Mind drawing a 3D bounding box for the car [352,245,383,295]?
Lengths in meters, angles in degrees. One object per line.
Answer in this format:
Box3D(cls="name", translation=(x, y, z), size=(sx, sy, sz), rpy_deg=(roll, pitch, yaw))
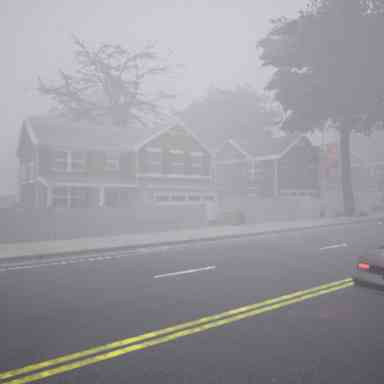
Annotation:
Box3D(cls="car", translation=(5.869, 1.562, 7.692), size=(5.357, 1.411, 2.033), rpy_deg=(0, 0, -35))
